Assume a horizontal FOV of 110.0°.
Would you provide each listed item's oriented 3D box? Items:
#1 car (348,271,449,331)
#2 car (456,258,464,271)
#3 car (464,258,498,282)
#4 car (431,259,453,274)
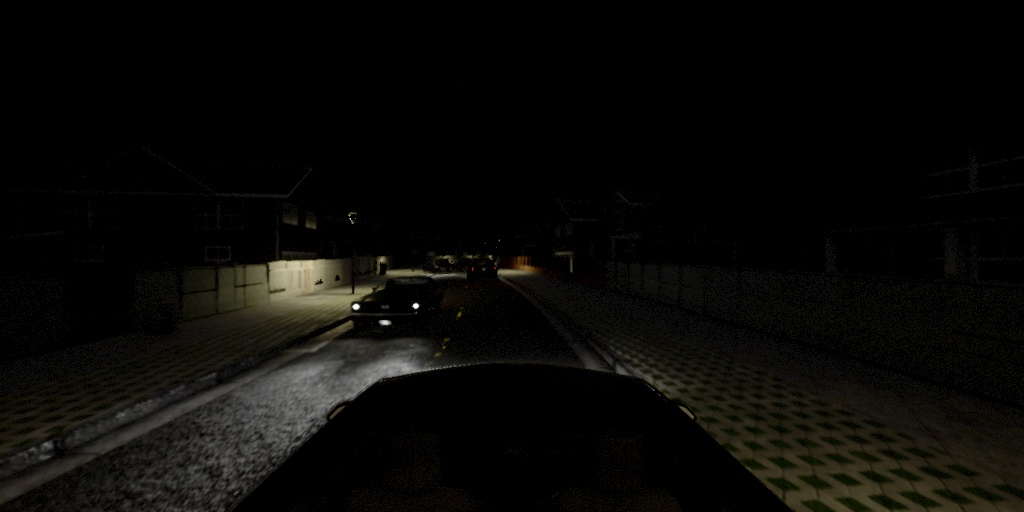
[{"bbox_3d":[-3.244,1.307,10.965,1.895,1.301,4.718,0,0,-4],"label":"car"},{"bbox_3d":[-5.583,1.005,42.636,1.837,1.490,4.892,0,1,-13],"label":"car"},{"bbox_3d":[-2.347,0.954,27.623,2.097,1.767,4.553,0,0,-10],"label":"car"},{"bbox_3d":[-7.347,1.037,37.655,1.837,1.490,4.892,0,0,-13],"label":"car"}]
